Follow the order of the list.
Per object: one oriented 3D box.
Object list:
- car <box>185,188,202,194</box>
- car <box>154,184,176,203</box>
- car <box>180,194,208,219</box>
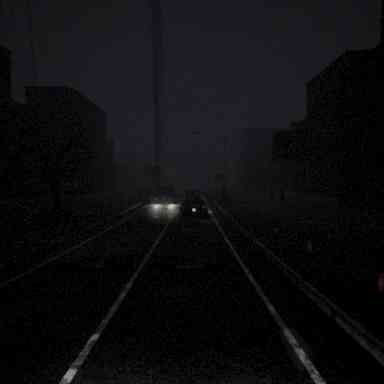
[{"bbox_3d":[0.157,0.298,41.562,1.837,1.490,4.892,0,3,0],"label":"car"},{"bbox_3d":[-3.042,0.153,38.479,2.150,2.045,5.566,0,2,0],"label":"car"},{"bbox_3d":[0.134,1.106,24.369,1.994,1.385,4.181,0,2,0],"label":"car"}]
